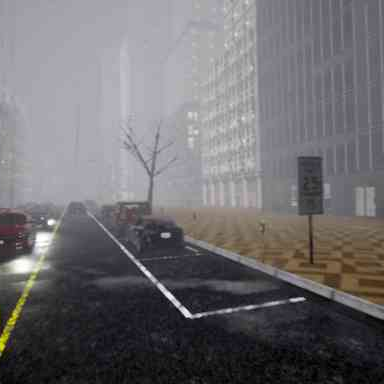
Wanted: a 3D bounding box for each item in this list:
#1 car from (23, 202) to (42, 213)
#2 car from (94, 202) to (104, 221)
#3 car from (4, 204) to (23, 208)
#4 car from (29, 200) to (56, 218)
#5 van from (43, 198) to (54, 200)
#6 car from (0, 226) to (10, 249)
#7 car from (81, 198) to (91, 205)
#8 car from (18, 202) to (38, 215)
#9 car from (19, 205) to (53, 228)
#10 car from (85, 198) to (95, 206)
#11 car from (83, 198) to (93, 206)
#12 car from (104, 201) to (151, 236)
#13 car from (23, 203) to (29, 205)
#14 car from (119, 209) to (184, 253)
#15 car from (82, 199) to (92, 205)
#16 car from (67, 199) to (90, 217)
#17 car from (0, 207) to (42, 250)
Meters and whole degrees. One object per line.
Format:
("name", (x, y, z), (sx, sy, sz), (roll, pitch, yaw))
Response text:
("car", (-22.636, 2.178, 47.425), (1.947, 1.339, 4.313), (-1, 0, -20))
("car", (-7.261, 1.760, 29.487), (1.947, 1.339, 4.313), (-1, 0, -20))
("car", (-15.142, 1.946, 26.644), (1.887, 1.381, 4.507), (-1, 0, -20))
("car", (-15.138, 1.897, 34.388), (2.128, 1.511, 4.902), (-2, 0, -19))
("van", (-32.008, 2.234, 73.402), (1.690, 1.788, 3.998), (-1, 0, -20))
("car", (-4.893, 1.675, 5.840), (2.033, 1.411, 5.357), (-2, 0, -20))
("car", (-25.995, 2.294, 81.440), (2.008, 1.369, 4.403), (-1, 0, -20))
("car", (-20.706, 2.082, 42.071), (1.752, 1.417, 4.829), (-1, 0, -20))
("car", (-11.646, 1.909, 24.591), (1.895, 1.301, 4.718), (-2, 0, -20))
("car", (-18.501, 2.080, 60.659), (1.947, 1.339, 4.313), (-1, 0, -20))
("car", (-22.251, 2.068, 71.049), (1.967, 1.590, 4.097), (-1, 0, -20))
("car", (-3.520, 1.407, 19.098), (2.192, 1.841, 5.009), (-1, 0, -20))
("car", (-18.832, 2.029, 36.875), (1.752, 1.417, 4.829), (-1, 0, -20))
("car", (-1.641, 1.608, 13.902), (1.947, 1.339, 4.313), (-1, 0, -20))
("car", (-24.121, 2.236, 76.244), (2.008, 1.369, 4.403), (-1, 0, -20))
("car", (-12.364, 1.810, 35.827), (1.882, 1.535, 5.008), (-2, 0, -20))
("car", (-8.276, 1.694, 15.223), (1.882, 1.535, 5.008), (-2, 0, -20))
